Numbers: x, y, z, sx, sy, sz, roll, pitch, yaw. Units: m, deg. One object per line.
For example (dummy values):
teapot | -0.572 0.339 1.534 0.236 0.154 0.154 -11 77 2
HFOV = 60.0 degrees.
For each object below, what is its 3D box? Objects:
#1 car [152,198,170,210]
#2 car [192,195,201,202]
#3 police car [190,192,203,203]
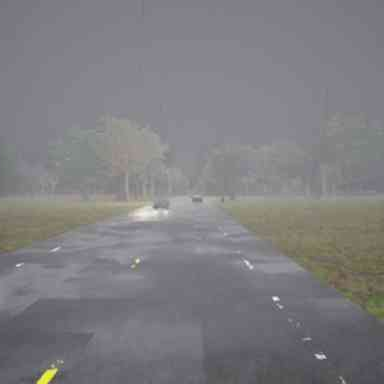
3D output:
car | -3.606 1.439 40.273 2.033 1.411 5.357 0 0 0
car | 1.028 1.312 71.758 1.837 1.490 4.892 0 0 0
police car | 1.032 1.258 61.865 1.930 1.638 5.238 0 0 0
